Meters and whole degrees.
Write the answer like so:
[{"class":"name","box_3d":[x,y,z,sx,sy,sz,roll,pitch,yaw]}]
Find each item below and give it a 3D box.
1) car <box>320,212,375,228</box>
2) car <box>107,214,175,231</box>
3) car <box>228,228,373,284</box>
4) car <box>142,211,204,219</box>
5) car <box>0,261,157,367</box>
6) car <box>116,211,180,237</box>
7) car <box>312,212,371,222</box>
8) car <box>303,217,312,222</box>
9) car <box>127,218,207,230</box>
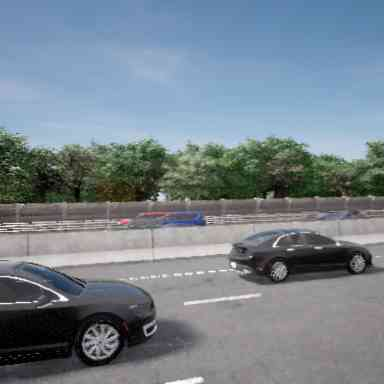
[{"class":"car","box_3d":[15.389,2.737,33.027,4.892,1.490,1.837,0,-3,-17]},{"class":"car","box_3d":[-3.867,2.671,23.444,4.553,1.767,2.097,-1,-3,-17]},{"class":"car","box_3d":[3.592,1.975,11.005,4.892,1.490,1.837,-1,-3,-17]},{"class":"car","box_3d":[-1.474,2.693,27.839,5.566,2.045,2.150,-1,-3,-17]},{"class":"car","box_3d":[-3.024,1.885,5.313,4.892,1.490,1.837,-1,-3,-17]},{"class":"car","box_3d":[-4.075,2.912,30.696,5.566,2.045,2.150,-1,-3,-17]},{"class":"car","box_3d":[12.983,2.643,28.633,4.181,1.385,1.994,-1,-3,-17]},{"class":"car","box_3d":[14.875,2.969,36.521,5.357,1.411,2.033,-1,-3,-17]},{"class":"car","box_3d":[-1.041,2.641,20.647,5.357,1.411,2.033,-1,-3,-17]}]
